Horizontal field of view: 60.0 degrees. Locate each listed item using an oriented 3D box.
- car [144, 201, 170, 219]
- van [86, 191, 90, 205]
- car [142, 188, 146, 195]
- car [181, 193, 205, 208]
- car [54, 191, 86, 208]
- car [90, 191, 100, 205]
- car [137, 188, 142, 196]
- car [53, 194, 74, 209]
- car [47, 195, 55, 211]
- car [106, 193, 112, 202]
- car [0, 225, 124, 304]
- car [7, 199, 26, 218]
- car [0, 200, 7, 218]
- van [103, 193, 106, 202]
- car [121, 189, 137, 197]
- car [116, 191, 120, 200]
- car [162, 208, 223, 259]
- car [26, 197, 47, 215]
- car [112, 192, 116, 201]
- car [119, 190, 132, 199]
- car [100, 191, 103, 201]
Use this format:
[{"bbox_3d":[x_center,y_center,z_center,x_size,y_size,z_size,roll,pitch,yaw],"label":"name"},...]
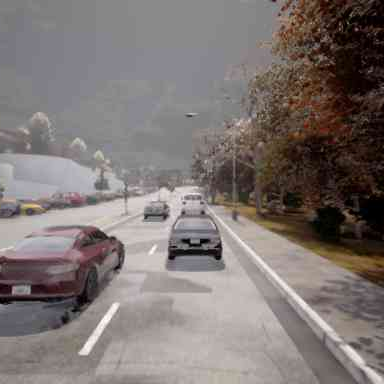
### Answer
[{"bbox_3d":[-2.906,1.479,28.154,2.033,1.411,5.357,0,0,0],"label":"car"},{"bbox_3d":[-16.763,0.994,45.809,4.442,1.987,1.878,-1,1,-20],"label":"van"},{"bbox_3d":[-16.674,0.436,93.769,5.366,1.575,1.946,-1,1,-20],"label":"car"},{"bbox_3d":[0.094,1.119,32.316,2.150,2.045,5.566,0,1,0],"label":"car"},{"bbox_3d":[-16.899,1.016,42.766,5.566,2.045,2.435,-1,1,-20],"label":"car"},{"bbox_3d":[-16.846,0.925,48.761,5.566,2.045,2.435,-1,1,-20],"label":"car"},{"bbox_3d":[-16.827,0.319,87.712,5.566,2.045,2.435,-1,1,-20],"label":"car"},{"bbox_3d":[-16.868,1.346,39.799,4.674,1.452,2.002,-1,1,-20],"label":"car"},{"bbox_3d":[-16.847,1.406,33.842,4.792,1.488,2.163,-1,0,-20],"label":"car"},{"bbox_3d":[-16.835,0.915,57.705,4.553,1.767,2.185,-1,1,-20],"label":"car"},{"bbox_3d":[-2.915,1.510,7.989,1.812,1.442,4.674,0,0,0],"label":"car"},{"bbox_3d":[-16.903,1.460,27.845,4.792,1.488,2.163,-1,1,-20],"label":"car"},{"bbox_3d":[-16.873,1.485,24.873,4.674,1.452,2.002,-1,1,-20],"label":"car"},{"bbox_3d":[-16.976,0.863,54.669,4.442,1.987,1.878,-1,1,-20],"label":"van"},{"bbox_3d":[-17.024,0.674,81.625,5.366,1.575,1.946,-1,1,-20],"label":"car"},{"bbox_3d":[-16.835,0.979,63.698,4.792,1.488,2.163,-1,1,-20],"label":"car"},{"bbox_3d":[0.096,1.531,12.518,2.033,1.411,5.357,0,0,0],"label":"car"},{"bbox_3d":[-16.703,1.398,30.914,5.366,1.575,1.946,-1,0,-20],"label":"car"},{"bbox_3d":[-16.857,1.036,60.680,4.674,1.452,2.002,-1,1,-20],"label":"car"},{"bbox_3d":[-16.829,0.797,75.702,4.792,1.488,2.163,-1,1,-20],"label":"car"},{"bbox_3d":[-16.860,1.133,51.733,4.892,1.521,2.231,-1,1,-20],"label":"car"}]
